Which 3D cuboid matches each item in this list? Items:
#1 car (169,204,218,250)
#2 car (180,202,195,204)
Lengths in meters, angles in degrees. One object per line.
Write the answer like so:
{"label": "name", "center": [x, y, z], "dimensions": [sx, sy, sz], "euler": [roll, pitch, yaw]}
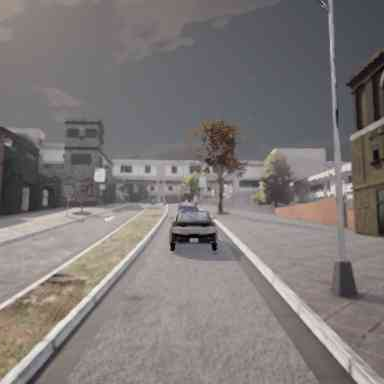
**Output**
{"label": "car", "center": [0.043, 1.501, 14.292], "dimensions": [2.128, 1.511, 4.902], "euler": [0, 0, -1]}
{"label": "car", "center": [-0.467, 1.617, 32.284], "dimensions": [1.895, 1.301, 4.718], "euler": [0, 0, -3]}
